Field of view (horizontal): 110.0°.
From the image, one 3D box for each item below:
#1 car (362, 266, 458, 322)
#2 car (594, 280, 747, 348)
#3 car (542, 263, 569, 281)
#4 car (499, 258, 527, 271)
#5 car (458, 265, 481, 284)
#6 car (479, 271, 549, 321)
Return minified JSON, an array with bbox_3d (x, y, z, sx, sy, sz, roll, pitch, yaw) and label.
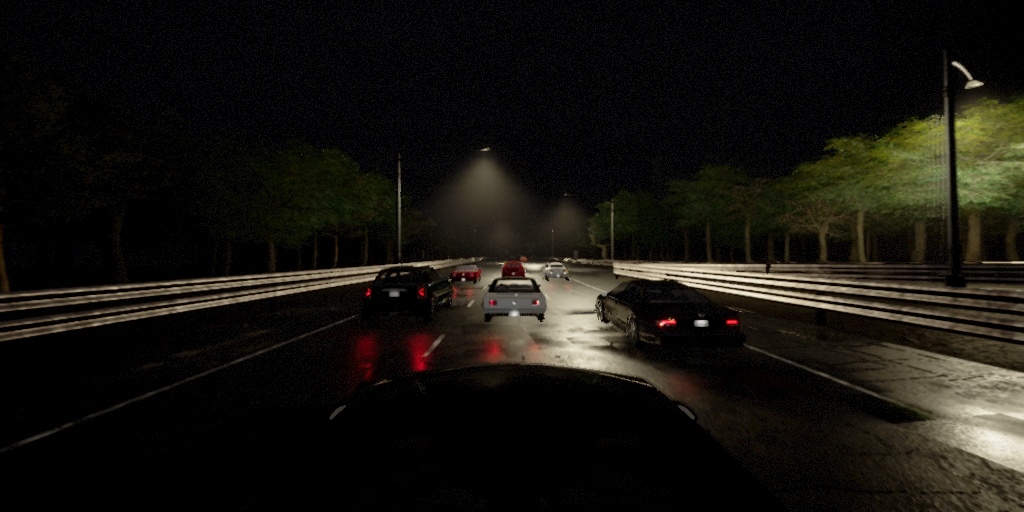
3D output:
[{"bbox_3d":[-3.418,1.126,12.566,2.097,1.767,4.553,0,0,0],"label":"car"},{"bbox_3d":[3.568,1.313,9.236,2.033,1.411,5.357,0,0,0],"label":"car"},{"bbox_3d":[3.598,1.287,30.178,1.812,1.442,4.674,0,0,0],"label":"car"},{"bbox_3d":[0.099,1.238,30.772,1.882,1.535,5.008,0,0,0],"label":"car"},{"bbox_3d":[-3.411,1.370,27.490,1.895,1.301,4.718,0,0,0],"label":"car"},{"bbox_3d":[0.084,1.374,12.520,1.895,1.301,4.718,0,0,0],"label":"car"}]
